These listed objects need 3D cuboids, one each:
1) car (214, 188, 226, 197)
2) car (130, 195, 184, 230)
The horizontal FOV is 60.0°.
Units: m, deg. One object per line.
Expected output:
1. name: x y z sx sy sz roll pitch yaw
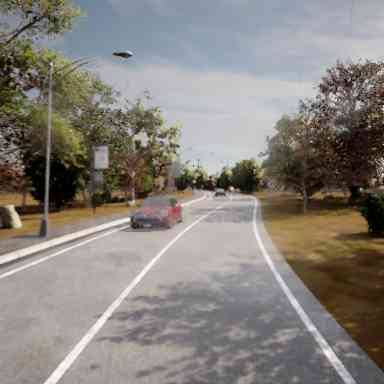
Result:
1. car: 5.138 0.091 59.959 1.812 1.442 4.674 0 2 5
2. car: -1.848 1.010 18.566 2.097 1.767 4.553 0 1 9
